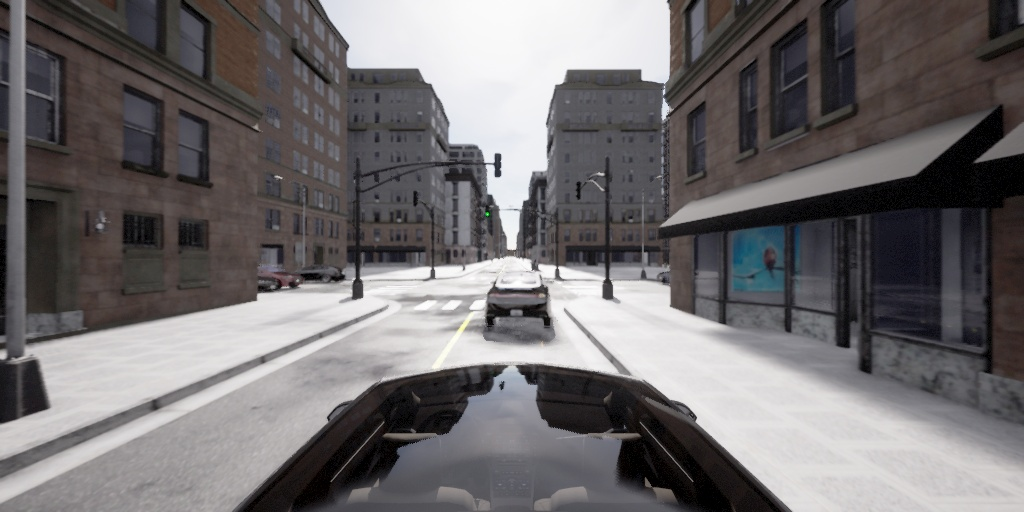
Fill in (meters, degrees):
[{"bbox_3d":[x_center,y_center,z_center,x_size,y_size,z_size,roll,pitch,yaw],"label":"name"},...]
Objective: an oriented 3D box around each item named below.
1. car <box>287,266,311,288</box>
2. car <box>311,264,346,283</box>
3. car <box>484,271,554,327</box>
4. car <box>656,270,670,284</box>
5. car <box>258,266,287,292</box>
[{"bbox_3d":[-14.791,1.279,21.426,4.181,1.385,1.994,0,0,0],"label":"car"},{"bbox_3d":[-14.745,1.302,26.909,4.313,1.339,1.948,0,0,0],"label":"car"},{"bbox_3d":[0.292,1.229,11.539,2.128,1.511,4.902,0,0,4],"label":"car"},{"bbox_3d":[12.053,1.288,24.323,4.181,1.385,1.994,0,0,0],"label":"car"},{"bbox_3d":[-14.757,1.271,18.883,4.313,1.339,1.948,0,0,0],"label":"car"}]
